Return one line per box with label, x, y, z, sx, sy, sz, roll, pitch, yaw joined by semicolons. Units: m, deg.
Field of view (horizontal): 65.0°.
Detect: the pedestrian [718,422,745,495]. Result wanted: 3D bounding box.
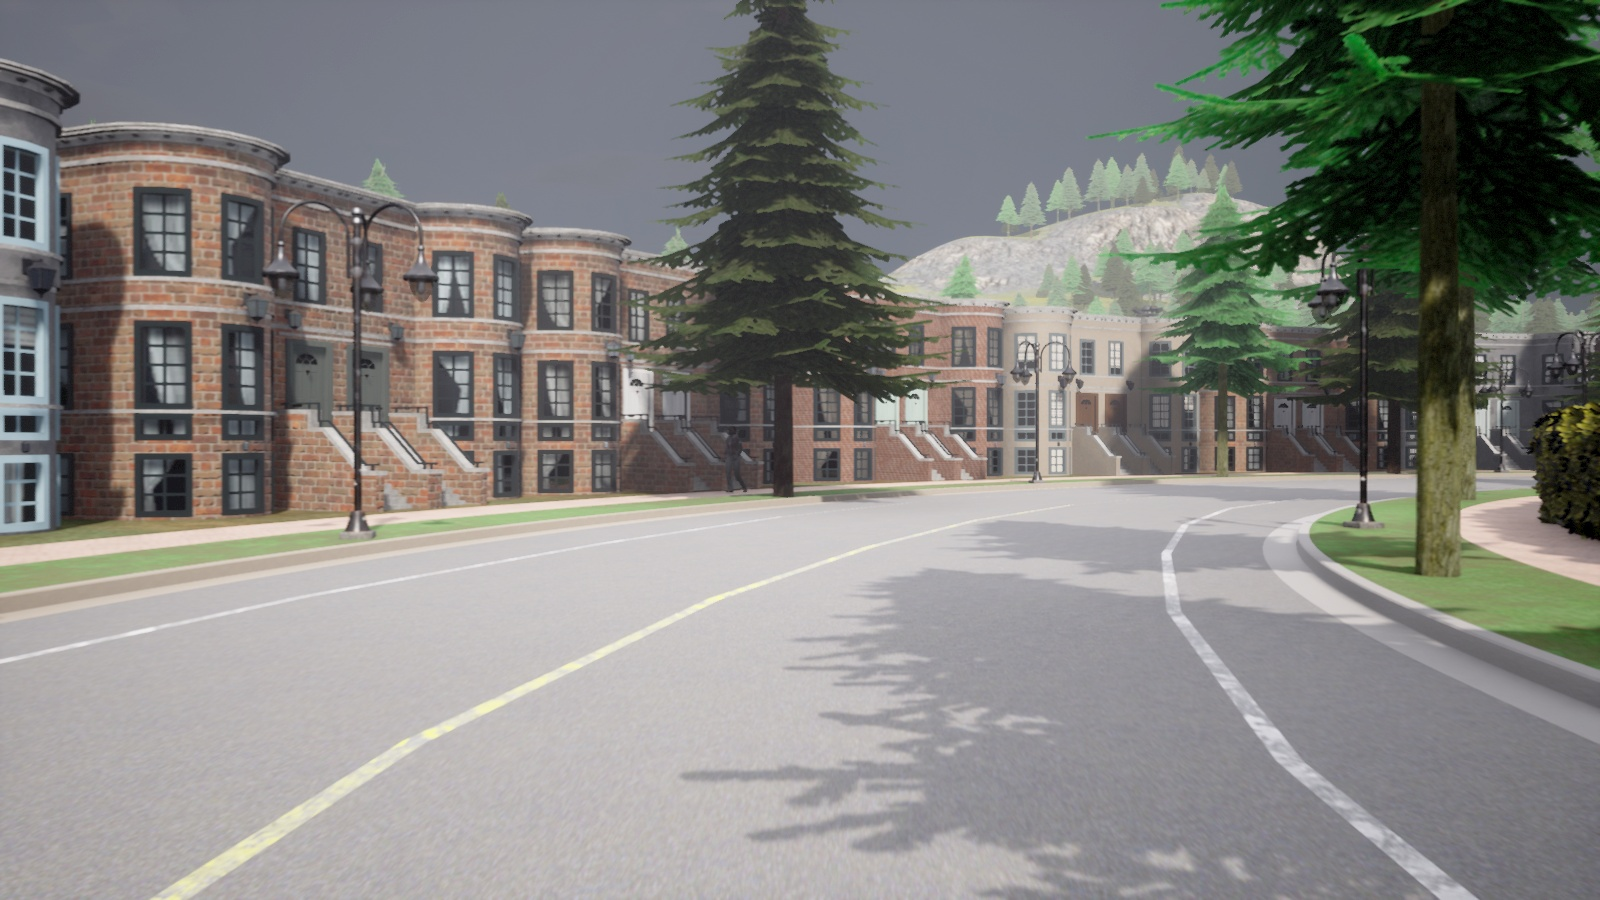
pedestrian;-1.823;0.220;33.429;0.402;1.930;0.666;0;0;30
